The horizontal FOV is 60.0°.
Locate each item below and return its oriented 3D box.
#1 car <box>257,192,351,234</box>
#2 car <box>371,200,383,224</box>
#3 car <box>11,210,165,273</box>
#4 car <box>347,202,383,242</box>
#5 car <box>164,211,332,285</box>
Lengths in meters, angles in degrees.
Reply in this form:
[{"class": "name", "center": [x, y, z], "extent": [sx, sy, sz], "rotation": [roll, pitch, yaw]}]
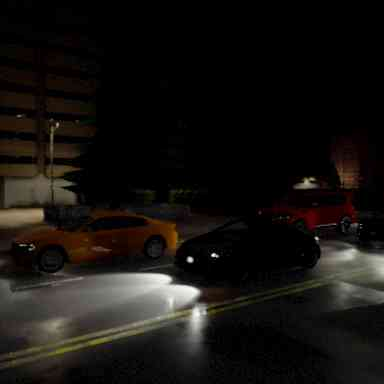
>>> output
[{"class": "car", "center": [5.460, 1.012, 15.885], "extent": [5.566, 2.045, 2.150], "rotation": [-1, 1, -33]}, {"class": "car", "center": [14.043, 1.239, 21.495], "extent": [5.357, 1.411, 2.033], "rotation": [-1, 1, -33]}, {"class": "car", "center": [-2.856, 1.364, 10.458], "extent": [5.008, 1.535, 1.882], "rotation": [-1, 1, -33]}, {"class": "car", "center": [8.978, 1.277, 14.005], "extent": [5.008, 1.535, 1.882], "rotation": [-1, 1, -33]}, {"class": "car", "center": [1.623, 1.448, 9.197], "extent": [4.181, 1.385, 1.994], "rotation": [-1, 1, -33]}]
